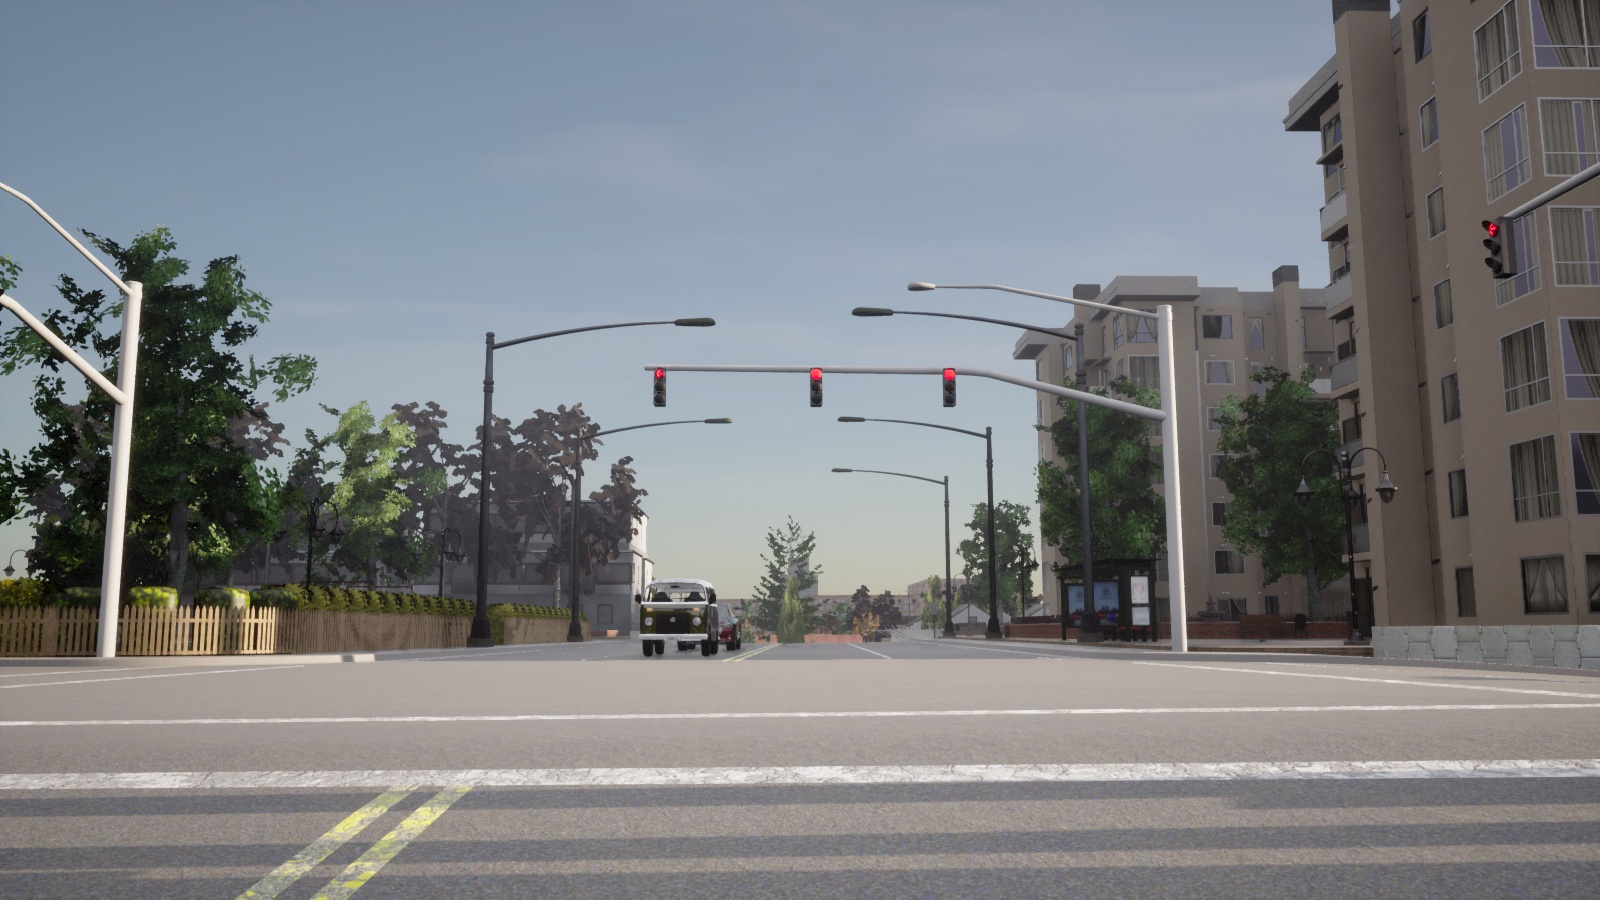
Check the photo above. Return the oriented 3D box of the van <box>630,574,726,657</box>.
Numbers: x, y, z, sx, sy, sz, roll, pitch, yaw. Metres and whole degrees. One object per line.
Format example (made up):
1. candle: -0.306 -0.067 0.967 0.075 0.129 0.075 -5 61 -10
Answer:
1. van: -3.163 4.443 33.519 2.069 2.038 4.480 0 -8 1

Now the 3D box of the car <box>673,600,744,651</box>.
1. car: -3.068 6.025 43.031 2.033 1.649 4.856 0 -8 0
